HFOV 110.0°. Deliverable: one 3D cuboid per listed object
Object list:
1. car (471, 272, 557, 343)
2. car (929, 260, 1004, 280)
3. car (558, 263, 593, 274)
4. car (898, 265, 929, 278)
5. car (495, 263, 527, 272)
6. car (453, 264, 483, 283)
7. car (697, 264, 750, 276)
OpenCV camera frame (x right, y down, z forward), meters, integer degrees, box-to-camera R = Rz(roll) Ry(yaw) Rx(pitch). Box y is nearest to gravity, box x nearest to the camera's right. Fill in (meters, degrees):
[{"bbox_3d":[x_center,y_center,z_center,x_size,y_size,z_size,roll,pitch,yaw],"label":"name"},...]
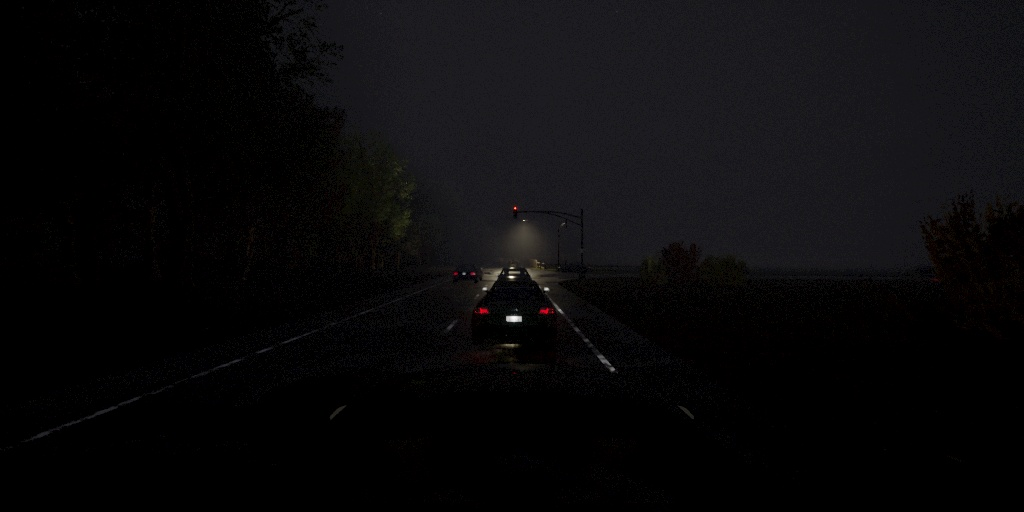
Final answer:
[{"bbox_3d":[0.093,1.316,9.674,1.994,1.385,4.181,0,0,1],"label":"car"},{"bbox_3d":[48.592,1.499,38.058,5.566,2.045,2.150,1,-1,0],"label":"car"},{"bbox_3d":[7.662,1.480,43.388,4.181,1.385,1.994,0,-1,20],"label":"car"},{"bbox_3d":[47.794,1.822,41.611,4.902,1.511,2.128,1,-1,1],"label":"car"},{"bbox_3d":[0.121,1.301,18.879,2.033,1.411,5.357,0,0,0],"label":"car"},{"bbox_3d":[-3.369,1.303,27.796,2.033,1.411,5.357,0,0,0],"label":"car"},{"bbox_3d":[24.598,1.623,41.788,5.357,1.411,2.033,1,-1,0],"label":"car"}]
